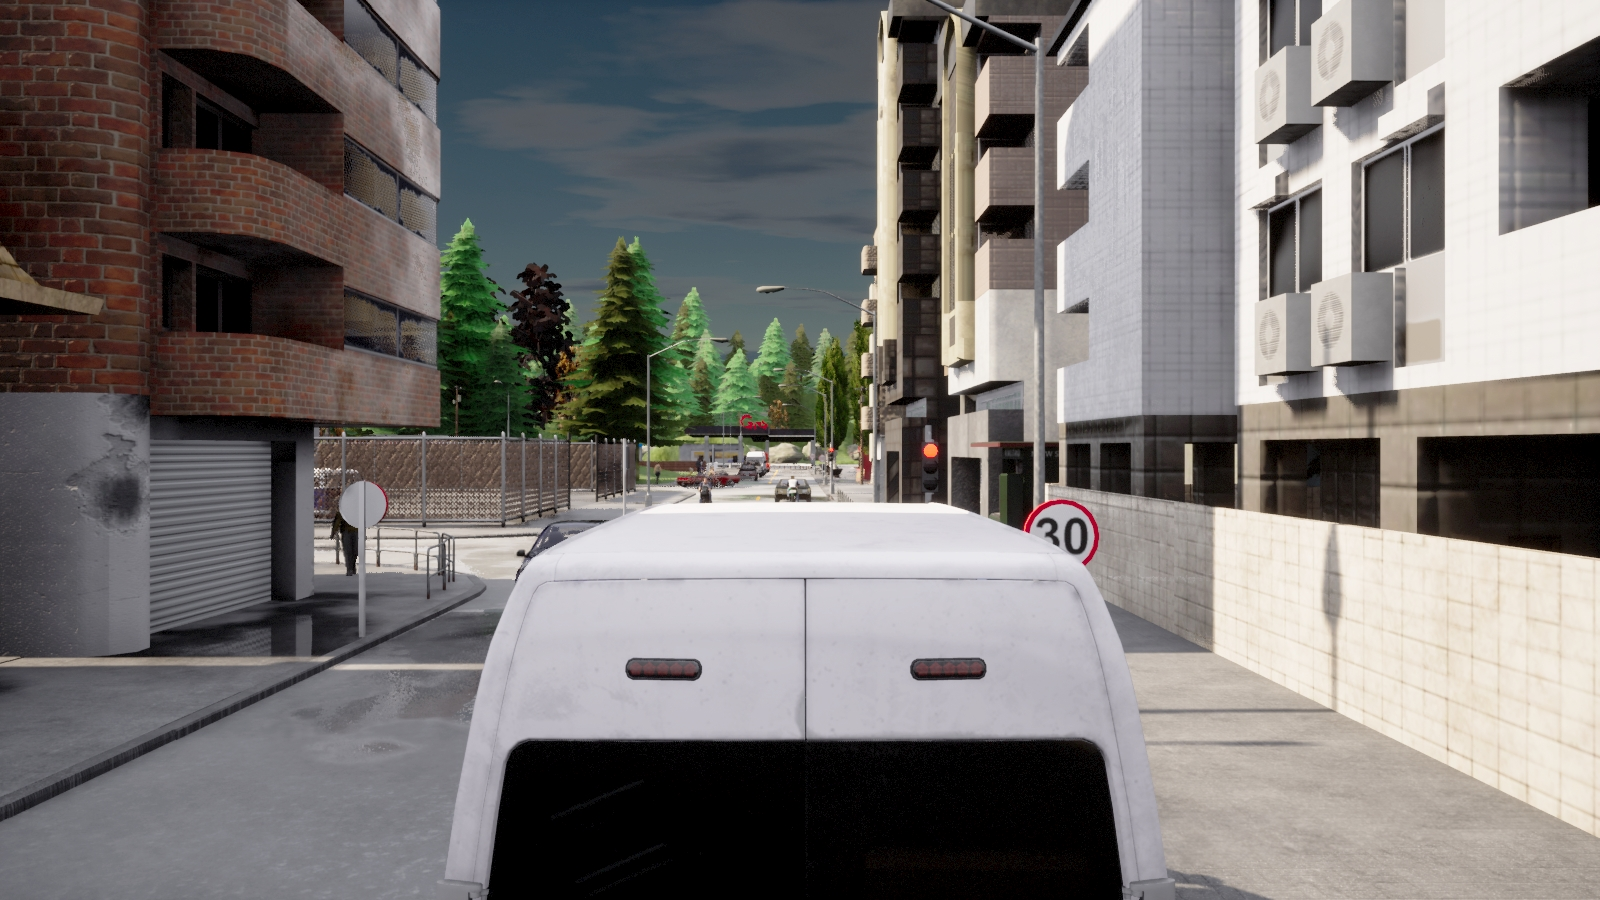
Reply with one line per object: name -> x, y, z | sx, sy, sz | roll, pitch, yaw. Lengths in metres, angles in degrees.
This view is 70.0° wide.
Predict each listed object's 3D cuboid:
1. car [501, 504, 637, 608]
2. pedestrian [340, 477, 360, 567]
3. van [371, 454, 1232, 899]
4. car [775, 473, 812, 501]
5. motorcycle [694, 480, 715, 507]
car -> -4.007, 1.810, 20.386 | 1.845, 1.501, 3.633 | 0, 0, -3
pedestrian -> -9.499, 1.506, 24.129 | 0.375, 1.860, 0.375 | 0, 0, -25
van -> -0.009, 1.312, 5.597 | 1.988, 2.561, 5.915 | 0, 0, 0
car -> -0.339, 1.912, 60.159 | 1.895, 1.301, 4.718 | 0, 0, 0
motorcycle -> -4.334, 1.973, 52.180 | 0.803, 1.145, 2.033 | 0, 0, 0
